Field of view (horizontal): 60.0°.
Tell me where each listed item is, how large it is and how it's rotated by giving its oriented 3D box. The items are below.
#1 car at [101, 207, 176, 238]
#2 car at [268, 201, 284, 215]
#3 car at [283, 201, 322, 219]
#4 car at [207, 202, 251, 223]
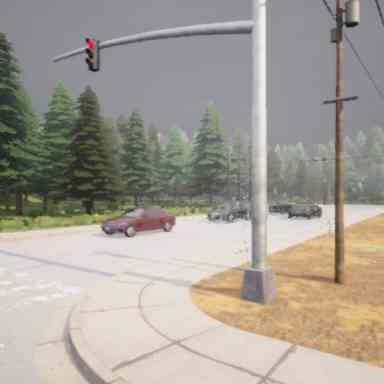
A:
[{"bbox_3d":[-2.799,1.552,18.297,1.812,1.442,4.674,0,0,37],"label":"car"},{"bbox_3d":[9.138,1.628,34.379,1.895,1.301,4.718,0,0,37],"label":"car"},{"bbox_3d":[10.028,1.591,29.394,1.994,1.385,4.181,0,0,37],"label":"car"},{"bbox_3d":[3.076,1.518,26.222,2.128,1.511,4.902,0,0,37],"label":"car"}]
